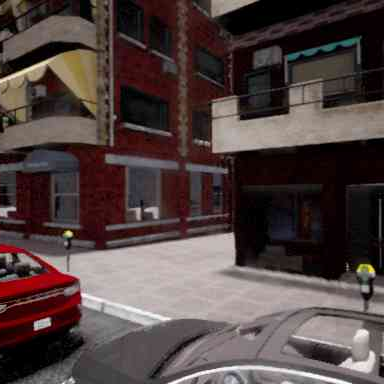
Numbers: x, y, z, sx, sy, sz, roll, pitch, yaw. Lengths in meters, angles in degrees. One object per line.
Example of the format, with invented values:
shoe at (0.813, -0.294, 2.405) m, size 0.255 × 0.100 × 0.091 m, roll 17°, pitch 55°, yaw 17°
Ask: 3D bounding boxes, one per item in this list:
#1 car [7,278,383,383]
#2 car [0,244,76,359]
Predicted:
car at (0.884, 1.553, 2.252) m, size 4.403 × 1.369 × 2.008 m, roll 0°, pitch -1°, yaw 36°
car at (-3.722, 1.549, 5.546) m, size 4.507 × 1.381 × 1.887 m, roll 0°, pitch -1°, yaw 36°
